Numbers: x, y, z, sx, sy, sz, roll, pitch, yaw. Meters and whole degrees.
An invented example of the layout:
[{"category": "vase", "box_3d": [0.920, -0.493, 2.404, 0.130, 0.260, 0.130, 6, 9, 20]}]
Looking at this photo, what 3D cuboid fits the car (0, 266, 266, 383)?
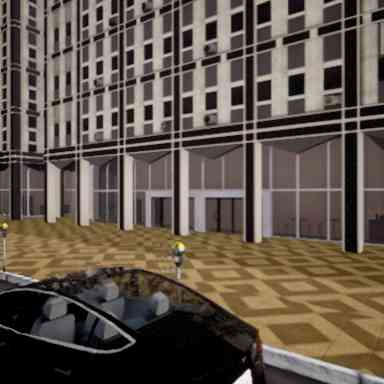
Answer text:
[{"category": "car", "box_3d": [-1.307, 1.560, 3.809, 4.313, 1.339, 1.947, 0, 0, 35]}]
